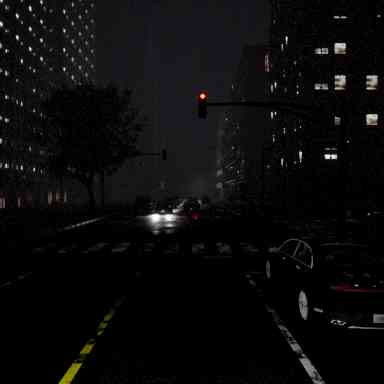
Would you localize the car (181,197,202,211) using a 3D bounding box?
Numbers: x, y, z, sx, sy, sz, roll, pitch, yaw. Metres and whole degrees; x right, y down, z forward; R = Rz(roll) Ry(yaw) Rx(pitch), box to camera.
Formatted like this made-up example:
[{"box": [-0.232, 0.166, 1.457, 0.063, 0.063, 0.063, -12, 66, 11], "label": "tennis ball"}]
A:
[{"box": [0.004, 1.623, 40.065, 1.895, 1.301, 4.718, 0, 0, 1], "label": "car"}]

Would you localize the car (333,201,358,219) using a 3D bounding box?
[{"box": [13.430, 1.350, 26.275, 4.403, 1.369, 2.008, -1, 1, -1], "label": "car"}]

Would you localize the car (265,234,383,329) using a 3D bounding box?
[{"box": [2.690, 1.551, 6.871, 2.008, 1.369, 4.403, 0, 0, 0], "label": "car"}]

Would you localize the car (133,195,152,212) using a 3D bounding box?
[{"box": [-5.686, 1.336, 39.261, 2.192, 1.841, 5.009, 0, 0, 0], "label": "car"}]

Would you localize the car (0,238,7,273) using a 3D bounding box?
[{"box": [-5.690, 1.545, 6.872, 1.887, 1.381, 4.507, 0, 0, 0], "label": "car"}]

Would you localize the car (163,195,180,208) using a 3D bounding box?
[{"box": [-3.091, 1.554, 46.223, 1.812, 1.442, 4.674, 0, 0, 0], "label": "car"}]

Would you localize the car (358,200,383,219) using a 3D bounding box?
[{"box": [14.953, 1.281, 23.740, 4.892, 1.490, 1.837, -1, 0, -3], "label": "car"}]

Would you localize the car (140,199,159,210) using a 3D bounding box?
[{"box": [-5.685, 1.592, 44.784, 1.947, 1.339, 4.313, 0, 0, 0], "label": "car"}]

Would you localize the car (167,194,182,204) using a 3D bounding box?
[{"box": [-3.076, 1.563, 55.403, 1.812, 1.442, 4.674, 0, 0, 0], "label": "car"}]

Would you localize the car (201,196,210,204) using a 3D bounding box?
[{"box": [2.700, 1.578, 67.043, 1.752, 1.417, 4.829, 0, 0, 0], "label": "car"}]

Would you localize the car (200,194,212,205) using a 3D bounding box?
[{"box": [2.699, 1.611, 61.350, 1.947, 1.339, 4.313, 0, 0, 0], "label": "car"}]

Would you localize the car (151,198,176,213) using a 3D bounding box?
[{"box": [-3.083, 1.620, 37.110, 1.895, 1.301, 4.718, 0, 0, -1], "label": "car"}]

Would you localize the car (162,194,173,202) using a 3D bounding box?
[{"box": [-5.680, 1.386, 77.920, 2.192, 1.841, 5.009, 0, 0, 0], "label": "car"}]

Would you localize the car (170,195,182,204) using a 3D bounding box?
[{"box": [-3.032, 1.402, 65.121, 2.097, 1.767, 4.553, 0, 0, 0], "label": "car"}]

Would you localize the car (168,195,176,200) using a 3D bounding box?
[{"box": [-5.677, 1.654, 94.489, 2.008, 1.369, 4.403, 0, 0, 0], "label": "car"}]

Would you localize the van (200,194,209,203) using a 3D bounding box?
[{"box": [2.700, 1.402, 72.397, 1.690, 1.788, 3.998, 0, 0, 0], "label": "van"}]

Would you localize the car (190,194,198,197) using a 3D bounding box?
[{"box": [0.112, 1.619, 68.273, 1.994, 1.385, 4.181, 0, 0, 0], "label": "car"}]
